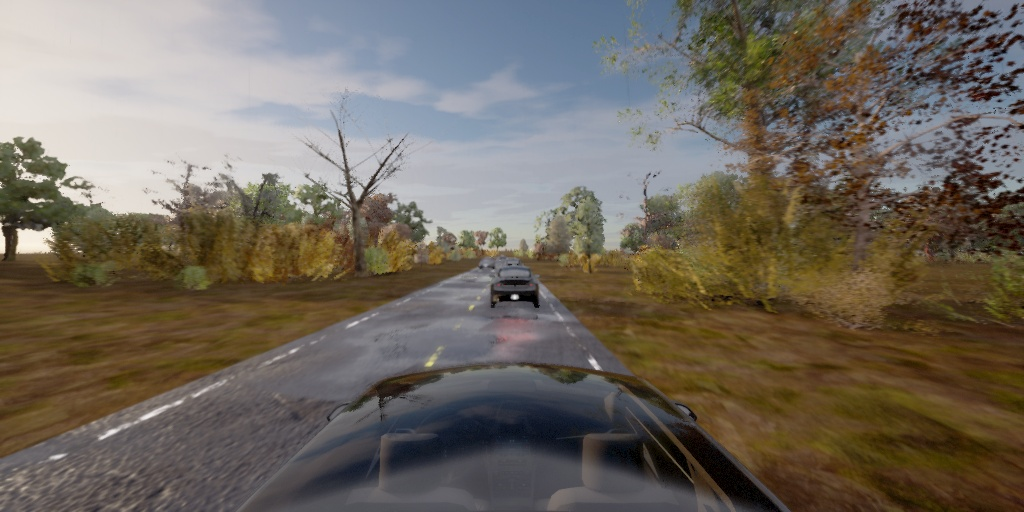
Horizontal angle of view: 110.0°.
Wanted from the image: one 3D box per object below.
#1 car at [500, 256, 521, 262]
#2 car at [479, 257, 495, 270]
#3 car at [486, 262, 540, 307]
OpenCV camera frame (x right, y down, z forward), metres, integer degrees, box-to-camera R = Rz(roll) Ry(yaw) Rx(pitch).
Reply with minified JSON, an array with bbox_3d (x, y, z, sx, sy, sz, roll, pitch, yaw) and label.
[{"bbox_3d":[0.104,1.030,32.954,1.837,1.490,4.892,0,0,0],"label":"car"},{"bbox_3d":[-3.067,0.932,44.745,2.128,1.511,4.902,0,0,0],"label":"car"},{"bbox_3d":[0.100,1.160,14.852,1.837,1.490,4.892,0,0,0],"label":"car"}]
